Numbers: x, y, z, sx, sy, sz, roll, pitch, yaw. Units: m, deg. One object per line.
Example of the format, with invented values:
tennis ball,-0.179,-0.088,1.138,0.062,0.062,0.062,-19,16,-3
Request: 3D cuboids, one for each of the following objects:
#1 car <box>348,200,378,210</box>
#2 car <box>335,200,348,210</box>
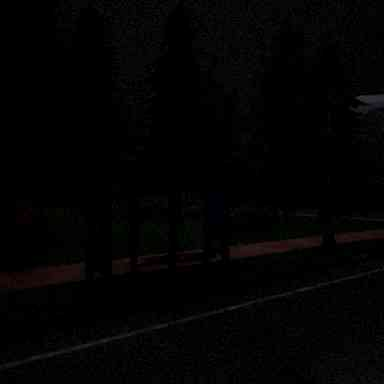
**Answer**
car,25.033,1.689,48.170,4.605,1.855,1.932,1,0,-37
car,23.215,1.686,49.949,3.866,1.878,1.905,1,0,-37
